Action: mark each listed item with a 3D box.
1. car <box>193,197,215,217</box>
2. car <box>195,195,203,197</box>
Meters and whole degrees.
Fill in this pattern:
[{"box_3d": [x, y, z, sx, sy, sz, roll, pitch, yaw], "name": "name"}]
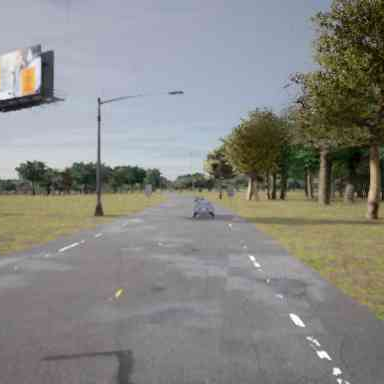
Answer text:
[{"box_3d": [1.054, 1.461, 29.881, 2.033, 1.411, 5.357, 0, 0, 2], "name": "car"}, {"box_3d": [1.340, 1.206, 61.066, 2.033, 1.411, 5.357, 0, 0, 0], "name": "car"}]
